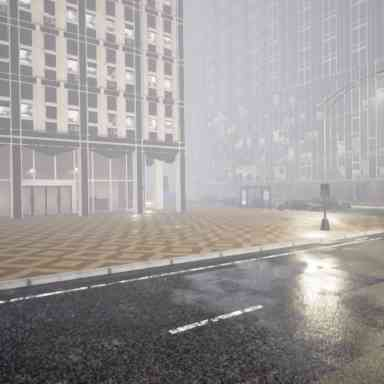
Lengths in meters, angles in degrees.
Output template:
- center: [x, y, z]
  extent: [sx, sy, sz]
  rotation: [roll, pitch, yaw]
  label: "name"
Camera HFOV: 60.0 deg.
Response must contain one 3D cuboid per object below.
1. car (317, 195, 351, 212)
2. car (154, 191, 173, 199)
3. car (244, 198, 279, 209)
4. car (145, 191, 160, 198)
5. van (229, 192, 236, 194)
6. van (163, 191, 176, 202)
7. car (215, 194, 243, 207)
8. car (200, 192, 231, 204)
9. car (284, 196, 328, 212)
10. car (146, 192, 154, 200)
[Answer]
- center: [15.040, 1.177, 36.590]
  extent: [2.097, 1.767, 4.553]
  rotation: [-1, 1, -34]
  label: "car"
- center: [-6.699, 0.613, 78.462]
  extent: [2.192, 1.841, 5.009]
  rotation: [0, 1, -34]
  label: "car"
- center: [8.833, 1.386, 40.870]
  extent: [1.802, 1.307, 4.206]
  rotation: [-1, 1, -34]
  label: "car"
- center: [-9.918, 0.684, 83.148]
  extent: [1.967, 1.590, 4.097]
  rotation: [0, 1, -34]
  label: "car"
- center: [6.176, 0.853, 59.725]
  extent: [1.690, 1.788, 3.998]
  rotation: [-1, 1, -34]
  label: "van"
- center: [-3.949, 0.936, 59.666]
  extent: [1.690, 1.788, 3.998]
  rotation: [0, 1, -34]
  label: "van"
- center: [5.662, 1.318, 45.587]
  extent: [1.947, 1.339, 4.313]
  rotation: [-1, 1, -34]
  label: "car"
- center: [3.688, 1.206, 53.140]
  extent: [1.994, 1.385, 4.181]
  rotation: [-1, 1, -34]
  label: "car"
- center: [12.038, 1.422, 36.174]
  extent: [1.947, 1.339, 4.313]
  rotation: [-1, 1, -34]
  label: "car"
- center: [-10.387, 1.038, 69.036]
  extent: [2.008, 1.369, 4.403]
  rotation: [0, 1, -34]
  label: "car"
